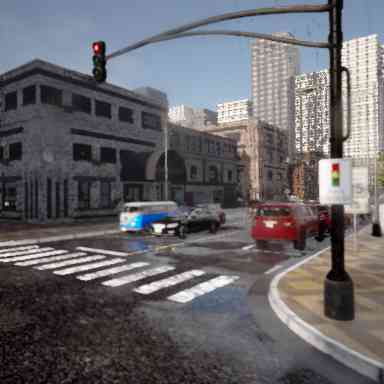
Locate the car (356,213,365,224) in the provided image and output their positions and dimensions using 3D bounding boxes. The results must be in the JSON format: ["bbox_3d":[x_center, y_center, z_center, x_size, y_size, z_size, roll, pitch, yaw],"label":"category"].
[{"bbox_3d":[10.772,1.642,23.786,1.887,1.381,4.507,-1,-1,35],"label":"car"}]

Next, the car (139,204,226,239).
[{"bbox_3d":[-0.251,1.615,18.259,2.128,1.511,4.902,-1,-1,35],"label":"car"}]

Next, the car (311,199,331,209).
[{"bbox_3d":[19.823,1.807,51.019,1.752,1.417,4.829,-1,-1,35],"label":"car"}]

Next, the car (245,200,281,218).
[{"bbox_3d":[7.133,1.642,33.140,1.967,1.590,4.097,-1,-1,35],"label":"car"}]

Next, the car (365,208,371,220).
[{"bbox_3d":[13.970,1.681,28.291,1.947,1.339,4.313,-1,-1,35],"label":"car"}]

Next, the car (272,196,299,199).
[{"bbox_3d":[8.320,1.393,30.334,2.150,2.045,5.566,-1,-1,35],"label":"car"}]

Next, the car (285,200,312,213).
[{"bbox_3d":[13.528,1.791,42.148,2.008,1.369,4.403,-1,-1,35],"label":"car"}]

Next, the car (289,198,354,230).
[{"bbox_3d":[7.572,1.395,19.284,2.192,1.841,5.009,-1,-1,35],"label":"car"}]

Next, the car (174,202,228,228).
[{"bbox_3d":[0.738,1.607,24.130,1.967,1.590,4.097,-1,-1,35],"label":"car"}]

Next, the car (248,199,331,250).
[{"bbox_3d":[4.375,1.378,14.779,2.192,1.841,5.009,-1,-1,35],"label":"car"}]

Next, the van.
[{"bbox_3d":[-2.459,1.491,19.626,1.690,1.788,3.998,-1,-1,35],"label":"van"}]

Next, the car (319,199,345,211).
[{"bbox_3d":[19.233,1.728,45.544,2.128,1.511,4.902,-1,-1,36],"label":"car"}]
